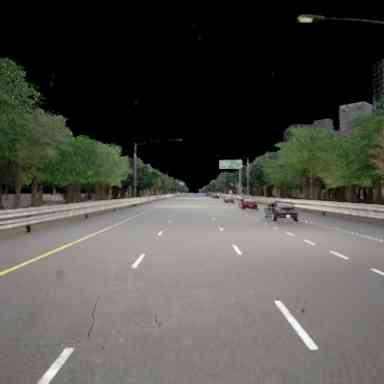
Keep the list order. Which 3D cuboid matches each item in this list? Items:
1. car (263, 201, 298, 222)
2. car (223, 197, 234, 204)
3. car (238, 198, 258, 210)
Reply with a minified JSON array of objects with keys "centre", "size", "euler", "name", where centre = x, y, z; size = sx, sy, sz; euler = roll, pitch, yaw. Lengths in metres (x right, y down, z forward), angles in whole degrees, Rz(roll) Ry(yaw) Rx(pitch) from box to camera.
[{"centre":[7.041,1.523,26.702],"size":[1.837,1.490,4.892],"euler":[0,0,0],"name":"car"},{"centre":[7.243,1.644,66.328],"size":[1.895,1.301,4.718],"euler":[0,0,0],"name":"car"},{"centre":[7.102,1.524,42.524],"size":[1.882,1.535,5.008],"euler":[0,0,0],"name":"car"}]
